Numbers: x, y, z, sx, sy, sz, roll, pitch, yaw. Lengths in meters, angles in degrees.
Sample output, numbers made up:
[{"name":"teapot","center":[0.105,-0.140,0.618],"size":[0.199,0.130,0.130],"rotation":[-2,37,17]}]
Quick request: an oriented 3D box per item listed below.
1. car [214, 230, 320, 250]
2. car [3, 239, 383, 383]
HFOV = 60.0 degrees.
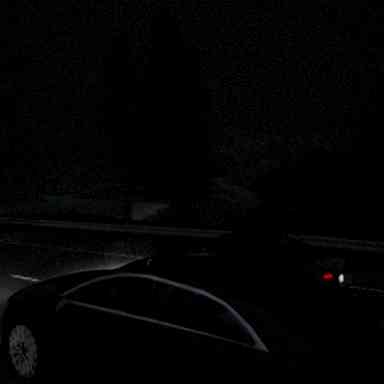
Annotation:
[{"name":"car","center":[1.027,1.522,7.127],"size":[4.181,1.385,1.994],"rotation":[0,0,34]},{"name":"car","center":[-0.260,1.470,3.822],"size":[4.902,1.511,2.128],"rotation":[0,0,34]}]
